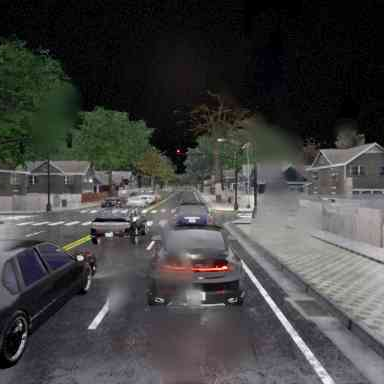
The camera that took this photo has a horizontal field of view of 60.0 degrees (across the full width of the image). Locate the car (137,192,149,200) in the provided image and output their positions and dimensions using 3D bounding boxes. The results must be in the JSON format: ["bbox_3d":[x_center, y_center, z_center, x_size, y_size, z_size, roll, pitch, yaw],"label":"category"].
[{"bbox_3d":[-10.149,0.827,69.169,1.994,1.385,4.181,0,1,0],"label":"car"}]

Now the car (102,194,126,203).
[{"bbox_3d":[-10.087,1.280,42.109,1.994,1.385,4.181,0,1,0],"label":"car"}]

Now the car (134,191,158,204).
[{"bbox_3d":[-6.879,0.850,50.708,2.150,2.045,5.566,0,1,0],"label":"car"}]

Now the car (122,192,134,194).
[{"bbox_3d":[-10.129,0.979,50.796,2.097,1.767,4.553,0,1,0],"label":"car"}]

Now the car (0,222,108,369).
[{"bbox_3d":[-3.172,1.539,5.642,2.033,1.411,5.357,0,0,0],"label":"car"}]

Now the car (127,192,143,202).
[{"bbox_3d":[-10.166,0.841,59.497,2.097,1.767,4.553,0,1,0],"label":"car"}]

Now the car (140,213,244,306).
[{"bbox_3d":[0.063,1.489,7.987,1.837,1.490,4.892,0,0,0],"label":"car"}]

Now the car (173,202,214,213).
[{"bbox_3d":[0.073,1.289,17.052,2.097,1.767,4.553,0,0,2],"label":"car"}]

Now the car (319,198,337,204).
[{"bbox_3d":[12.417,1.267,30.852,4.674,1.442,1.812,0,1,-3],"label":"car"}]

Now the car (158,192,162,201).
[{"bbox_3d":[-6.917,0.783,62.373,2.097,1.767,4.553,0,1,0],"label":"car"}]

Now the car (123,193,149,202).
[{"bbox_3d":[-6.822,1.252,41.030,1.812,1.442,4.674,0,1,0],"label":"car"}]

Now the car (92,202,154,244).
[{"bbox_3d":[-3.235,1.439,15.396,2.128,1.511,4.902,0,0,0],"label":"car"}]
